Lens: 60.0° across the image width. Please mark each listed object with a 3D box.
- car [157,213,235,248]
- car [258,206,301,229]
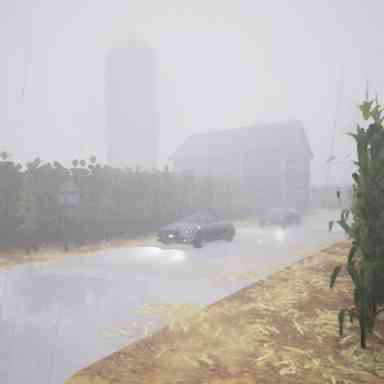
[{"bbox_3d":[0.317,1.694,15.570,1.994,1.385,4.181,-1,-1,37],"label":"car"},{"bbox_3d":[6.409,1.768,23.873,1.812,1.442,4.674,-1,-1,36],"label":"car"}]
